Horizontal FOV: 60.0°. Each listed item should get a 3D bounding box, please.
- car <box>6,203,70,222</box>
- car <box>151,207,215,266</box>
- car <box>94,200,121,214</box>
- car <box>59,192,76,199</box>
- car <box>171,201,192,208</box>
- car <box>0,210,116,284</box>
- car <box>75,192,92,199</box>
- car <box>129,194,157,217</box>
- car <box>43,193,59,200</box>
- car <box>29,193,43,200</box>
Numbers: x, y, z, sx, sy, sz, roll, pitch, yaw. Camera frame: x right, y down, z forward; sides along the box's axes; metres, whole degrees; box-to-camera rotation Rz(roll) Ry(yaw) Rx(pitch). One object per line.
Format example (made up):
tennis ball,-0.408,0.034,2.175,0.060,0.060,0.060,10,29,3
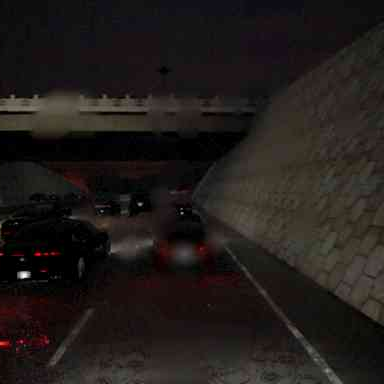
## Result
car,-7.465,1.554,16.469,1.837,1.490,4.892,-1,0,-2
car,-0.284,1.481,11.296,1.812,1.442,4.674,-1,0,-2
car,-8.037,1.485,31.855,2.128,1.511,4.902,-1,0,-2
car,-27.270,0.960,74.793,2.150,2.045,5.566,-1,0,-2
car,-0.982,1.487,30.515,1.895,1.301,4.718,-1,0,-2
car,-3.729,1.525,9.666,1.837,1.490,4.892,-1,1,-2
car,-23.739,1.216,74.175,2.097,1.767,4.553,-1,0,-2
car,-4.508,1.162,31.032,2.150,2.045,5.566,-1,0,-2
car,-30.750,1.238,74.314,2.097,1.767,4.553,-1,0,-2
car,-34.247,1.164,74.120,2.150,2.045,5.566,-1,0,-2
